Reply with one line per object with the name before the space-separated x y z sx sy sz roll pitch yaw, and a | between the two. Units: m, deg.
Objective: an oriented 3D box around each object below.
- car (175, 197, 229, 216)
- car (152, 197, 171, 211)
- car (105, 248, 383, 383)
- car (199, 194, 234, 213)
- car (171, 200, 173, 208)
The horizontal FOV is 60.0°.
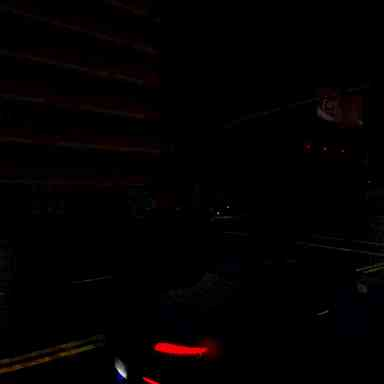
car | 0.848 1.547 32.489 2.033 1.411 5.357 0 0 -36
car | -4.935 1.352 40.524 2.097 1.767 4.553 0 0 -36
car | 1.180 1.526 4.581 4.674 1.442 1.812 0 0 -36
car | 2.148 1.222 36.675 2.150 2.045 5.566 0 0 -36
car | -3.703 1.564 44.817 1.994 1.385 4.181 0 0 -35
